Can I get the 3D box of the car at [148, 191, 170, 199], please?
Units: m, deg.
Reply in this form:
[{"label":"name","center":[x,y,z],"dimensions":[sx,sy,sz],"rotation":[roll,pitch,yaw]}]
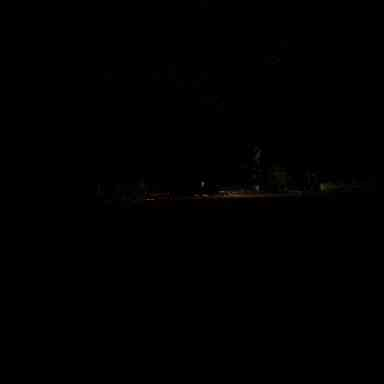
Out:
[{"label":"car","center":[-6.432,0.568,64.483],"dimensions":[1.882,1.535,5.008],"rotation":[-2,0,36]}]
